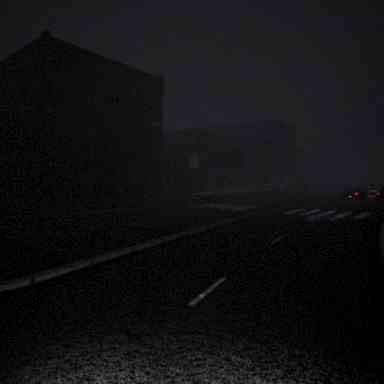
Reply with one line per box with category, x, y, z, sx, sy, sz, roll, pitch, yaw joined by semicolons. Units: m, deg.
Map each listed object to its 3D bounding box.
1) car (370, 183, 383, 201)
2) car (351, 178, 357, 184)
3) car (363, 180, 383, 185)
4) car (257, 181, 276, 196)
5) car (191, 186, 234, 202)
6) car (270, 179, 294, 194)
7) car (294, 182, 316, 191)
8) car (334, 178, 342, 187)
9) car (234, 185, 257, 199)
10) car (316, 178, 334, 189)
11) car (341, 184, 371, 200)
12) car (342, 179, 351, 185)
car;20.842;0.144;35.262;2.033;1.411;5.357;2;3;38
car;39.183;-2.428;83.537;1.946;1.575;5.366;2;3;38
car;26.622;-0.562;47.957;2.128;1.511;4.902;2;4;38
car;8.790;-0.330;44.236;1.946;1.575;5.366;2;3;38
car;2.030;0.139;35.510;1.946;1.575;5.366;2;4;38
car;12.341;-0.823;48.813;2.435;2.045;5.566;2;3;38
car;19.090;-1.008;57.560;2.163;1.488;4.792;2;3;38
car;29.223;-1.988;70.647;2.435;2.045;5.566;2;3;38
car;5.413;-0.096;39.869;1.946;1.575;5.366;2;3;38
car;25.870;-1.504;66.320;2.231;1.521;4.892;2;3;38
car;18.201;0.127;37.153;1.895;1.301;4.718;2;3;38
car;34.939;-2.135;78.140;2.231;1.521;4.892;2;4;38
